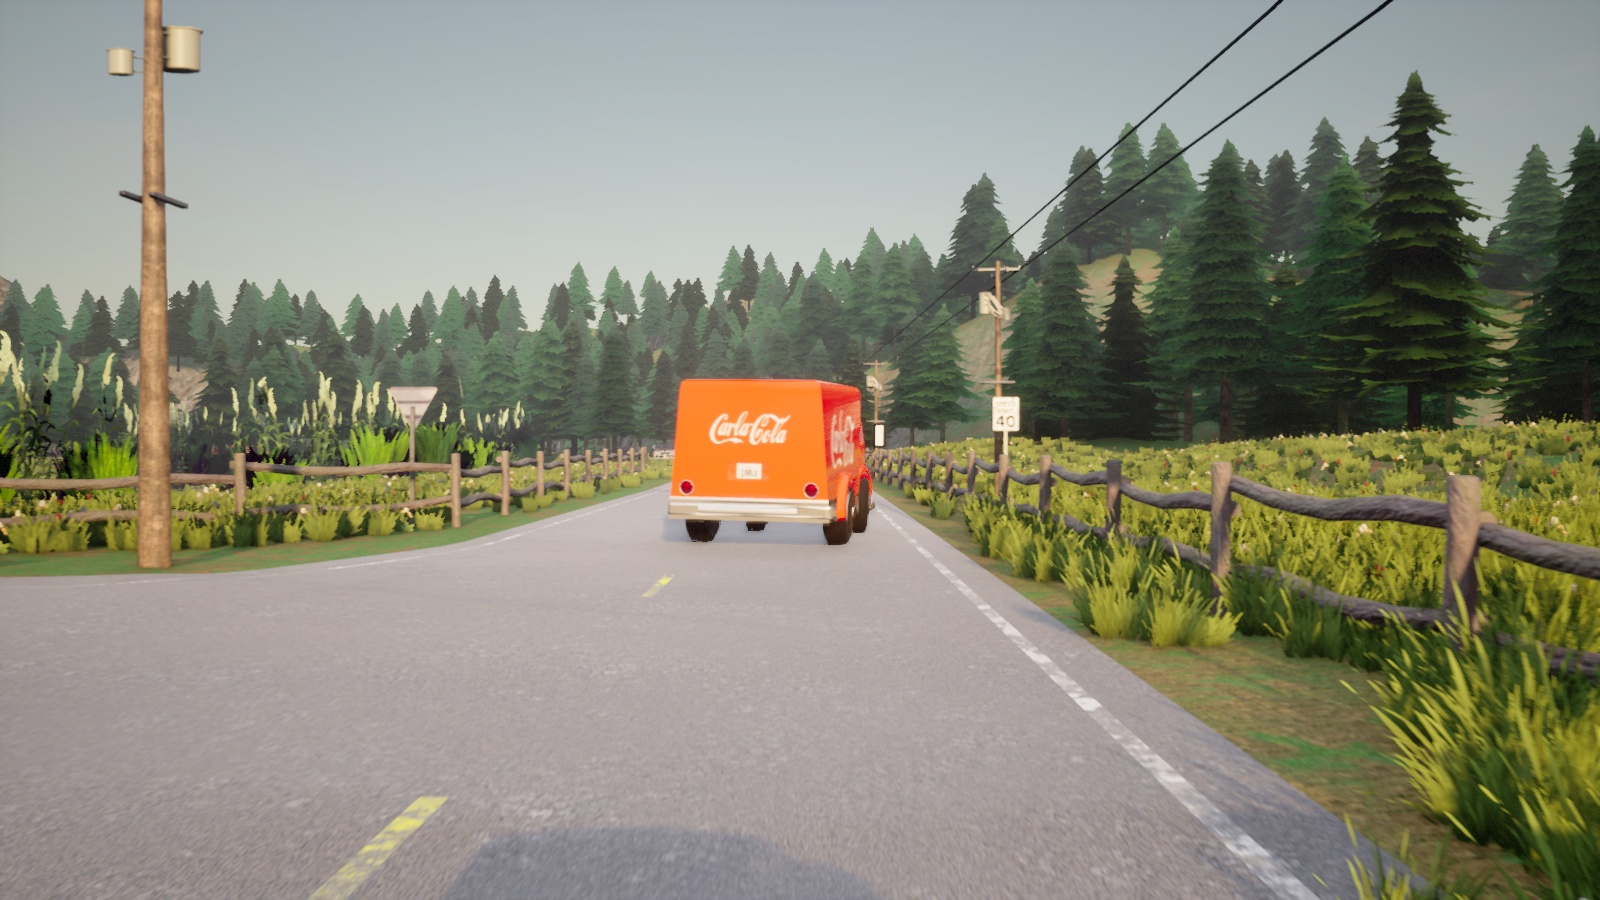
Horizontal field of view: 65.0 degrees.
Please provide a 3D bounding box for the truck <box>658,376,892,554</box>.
[{"bbox_3d":[-0.189,0.174,20.335,2.627,2.467,5.204,1,1,12],"label":"truck"}]
